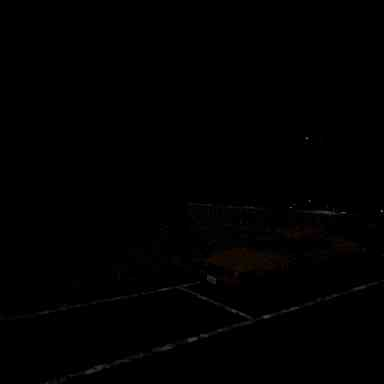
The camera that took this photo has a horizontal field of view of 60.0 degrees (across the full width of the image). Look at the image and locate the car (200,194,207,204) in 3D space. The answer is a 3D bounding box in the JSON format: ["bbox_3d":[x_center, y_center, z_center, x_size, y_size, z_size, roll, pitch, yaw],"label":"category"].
[{"bbox_3d":[1.443,1.115,55.297,2.128,1.511,4.902,1,0,-34],"label":"car"}]

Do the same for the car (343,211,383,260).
[{"bbox_3d":[7.156,1.547,11.673,4.507,1.381,1.887,0,1,-35],"label":"car"}]

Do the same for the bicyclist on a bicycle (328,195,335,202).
[{"bbox_3d":[16.341,1.158,38.933,1.656,1.620,0.582,0,0,-34],"label":"bicyclist on a bicycle"}]

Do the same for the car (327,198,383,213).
[{"bbox_3d":[14.732,1.341,30.238,2.128,1.511,4.902,1,0,-34],"label":"car"}]

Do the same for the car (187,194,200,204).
[{"bbox_3d":[-1.219,1.192,53.589,1.895,1.301,4.718,1,0,-34],"label":"car"}]

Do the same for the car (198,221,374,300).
[{"bbox_3d":[2.395,1.526,8.370,4.829,1.417,1.752,0,1,-35],"label":"car"}]

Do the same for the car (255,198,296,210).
[{"bbox_3d":[9.496,1.367,37.885,1.895,1.301,4.718,1,0,-34],"label":"car"}]

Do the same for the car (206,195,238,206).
[{"bbox_3d":[4.374,1.247,45.379,1.994,1.385,4.181,1,0,-34],"label":"car"}]
